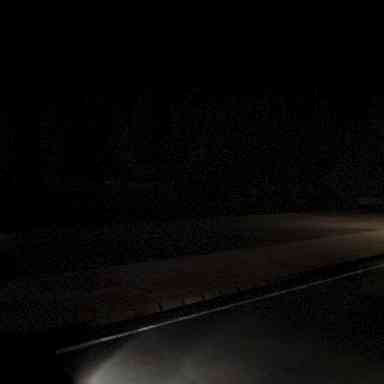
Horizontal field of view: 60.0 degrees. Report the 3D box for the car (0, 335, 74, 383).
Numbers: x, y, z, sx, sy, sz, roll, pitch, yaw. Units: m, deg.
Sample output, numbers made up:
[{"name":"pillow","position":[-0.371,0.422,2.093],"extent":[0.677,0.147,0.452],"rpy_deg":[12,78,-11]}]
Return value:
[{"name":"car","position":[-3.240,1.547,1.435],"extent":[5.357,1.411,2.033],"rpy_deg":[0,0,-36]}]
